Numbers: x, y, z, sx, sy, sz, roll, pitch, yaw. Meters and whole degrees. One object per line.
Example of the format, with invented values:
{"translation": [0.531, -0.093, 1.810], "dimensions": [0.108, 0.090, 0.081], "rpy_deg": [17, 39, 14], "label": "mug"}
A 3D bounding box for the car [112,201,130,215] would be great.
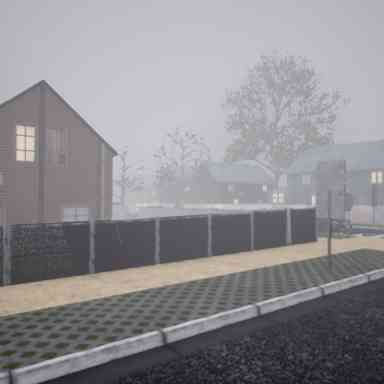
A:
{"translation": [-10.873, 2.317, 48.023], "dimensions": [2.150, 2.045, 5.566], "rpy_deg": [1, -1, -35], "label": "car"}

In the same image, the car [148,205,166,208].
{"translation": [-3.895, 2.306, 38.051], "dimensions": [1.837, 1.490, 4.892], "rpy_deg": [1, -2, -36], "label": "car"}

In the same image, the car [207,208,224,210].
{"translation": [2.128, 2.110, 29.547], "dimensions": [1.994, 1.385, 4.181], "rpy_deg": [1, -2, -35], "label": "car"}

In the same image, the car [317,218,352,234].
{"translation": [7.848, 1.832, 21.460], "dimensions": [1.812, 1.442, 4.674], "rpy_deg": [1, -2, -35], "label": "car"}
